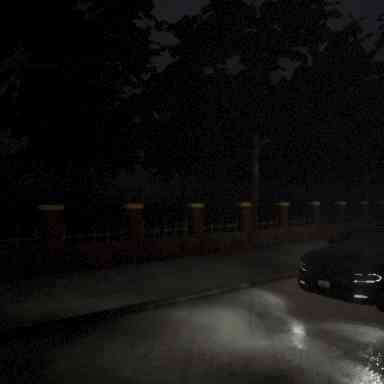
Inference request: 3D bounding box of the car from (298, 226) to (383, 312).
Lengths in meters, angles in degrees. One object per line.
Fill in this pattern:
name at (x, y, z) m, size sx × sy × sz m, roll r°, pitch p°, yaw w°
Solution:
car at (4.606, 1.579, 8.041) m, size 5.008 × 1.535 × 1.882 m, roll 1°, pitch -1°, yaw -37°
